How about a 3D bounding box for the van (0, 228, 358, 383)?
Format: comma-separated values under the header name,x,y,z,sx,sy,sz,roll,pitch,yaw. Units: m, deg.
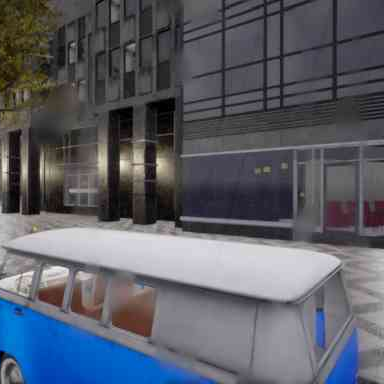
name,x,y,z,sx,sy,sz,roll,pitch,yaw
van,-0.500,1.341,3.321,3.998,1.788,1.690,0,0,36
